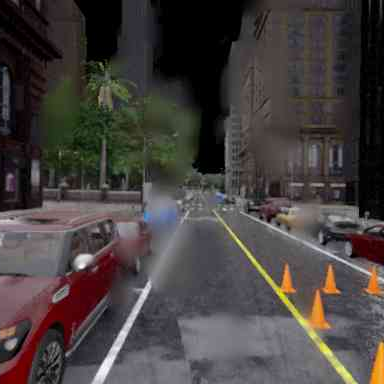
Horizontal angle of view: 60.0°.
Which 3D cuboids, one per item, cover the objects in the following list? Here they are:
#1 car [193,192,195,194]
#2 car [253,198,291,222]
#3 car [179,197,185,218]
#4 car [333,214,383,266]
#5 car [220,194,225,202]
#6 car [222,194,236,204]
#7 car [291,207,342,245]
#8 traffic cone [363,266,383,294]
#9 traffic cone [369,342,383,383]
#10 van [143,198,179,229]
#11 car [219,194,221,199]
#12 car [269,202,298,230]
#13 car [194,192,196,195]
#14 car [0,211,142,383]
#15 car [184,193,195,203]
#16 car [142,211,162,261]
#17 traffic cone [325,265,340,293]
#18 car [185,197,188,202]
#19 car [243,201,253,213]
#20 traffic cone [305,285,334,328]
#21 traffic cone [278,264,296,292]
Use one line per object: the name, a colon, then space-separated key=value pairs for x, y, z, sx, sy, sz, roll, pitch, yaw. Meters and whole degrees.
car: x=-0.903 y=1.386 z=74.799 sx=1.967 sy=1.590 sz=4.097 roll=0 pitch=0 yaw=1
car: x=6.629 y=1.387 z=26.486 sx=2.192 sy=1.841 sz=5.009 roll=0 pitch=0 yaw=1
car: x=-1.894 y=1.410 z=26.677 sx=1.967 sy=1.590 sz=4.097 roll=0 pitch=0 yaw=1
car: x=6.291 y=1.617 z=10.215 sx=1.887 sy=1.381 sz=4.507 roll=0 pitch=0 yaw=1
car: x=7.507 y=1.618 z=69.185 sx=1.947 sy=1.339 sz=4.313 roll=0 pitch=0 yaw=1
car: x=7.395 y=1.621 z=63.765 sx=1.947 sy=1.339 sz=4.313 roll=0 pitch=0 yaw=1
car: x=6.404 y=1.623 z=15.638 sx=2.008 sy=1.369 sz=4.403 roll=0 pitch=0 yaw=1
traffic cone: x=4.201 y=2.003 z=7.681 sx=0.340 sy=0.580 sz=0.340 roll=1 pitch=0 yaw=1
traffic cone: x=2.119 y=1.979 z=3.724 sx=0.340 sy=0.580 sz=0.340 roll=1 pitch=0 yaw=1
van: x=-2.005 y=1.311 z=21.252 sx=1.690 sy=1.788 sz=3.998 roll=0 pitch=0 yaw=1
car: x=7.623 y=1.573 z=74.774 sx=1.752 sy=1.417 sz=4.829 roll=0 pitch=0 yaw=1
car: x=6.519 y=1.598 z=21.232 sx=1.752 sy=1.417 sz=4.829 roll=0 pitch=0 yaw=1
car: x=-0.567 y=1.369 z=91.057 sx=1.967 sy=1.590 sz=4.097 roll=1 pitch=0 yaw=1
car: x=-2.340 y=1.285 z=4.978 sx=2.192 sy=1.841 sz=5.009 roll=0 pitch=0 yaw=1
car: x=-1.015 y=1.500 z=69.380 sx=2.008 sy=1.369 sz=4.403 roll=0 pitch=0 yaw=1
car: x=-2.230 y=1.515 z=10.402 sx=1.887 sy=1.381 sz=4.507 roll=0 pitch=0 yaw=1
traffic cone: x=3.201 y=1.991 z=7.702 sx=0.340 sy=0.580 sz=0.340 roll=1 pitch=0 yaw=1
car: x=-1.672 y=1.549 z=37.528 sx=1.802 sy=1.307 sz=4.206 roll=0 pitch=0 yaw=1
car: x=6.851 y=1.635 z=37.334 sx=1.947 sy=1.339 sz=4.313 roll=0 pitch=0 yaw=1
traffic cone: x=2.160 y=1.979 z=5.723 sx=0.340 sy=0.580 sz=0.340 roll=1 pitch=0 yaw=1
traffic cone: x=2.201 y=1.979 z=7.723 sx=0.340 sy=0.580 sz=0.340 roll=1 pitch=0 yaw=1
